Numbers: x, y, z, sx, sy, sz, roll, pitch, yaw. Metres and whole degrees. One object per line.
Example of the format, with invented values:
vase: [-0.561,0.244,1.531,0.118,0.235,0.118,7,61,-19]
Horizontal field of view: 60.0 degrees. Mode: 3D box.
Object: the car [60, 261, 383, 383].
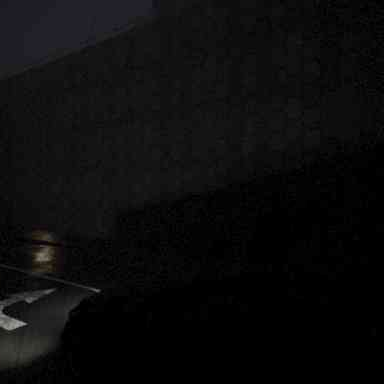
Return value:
car: [0.531,1.526,3.608,4.674,1.442,1.812,0,0,36]
